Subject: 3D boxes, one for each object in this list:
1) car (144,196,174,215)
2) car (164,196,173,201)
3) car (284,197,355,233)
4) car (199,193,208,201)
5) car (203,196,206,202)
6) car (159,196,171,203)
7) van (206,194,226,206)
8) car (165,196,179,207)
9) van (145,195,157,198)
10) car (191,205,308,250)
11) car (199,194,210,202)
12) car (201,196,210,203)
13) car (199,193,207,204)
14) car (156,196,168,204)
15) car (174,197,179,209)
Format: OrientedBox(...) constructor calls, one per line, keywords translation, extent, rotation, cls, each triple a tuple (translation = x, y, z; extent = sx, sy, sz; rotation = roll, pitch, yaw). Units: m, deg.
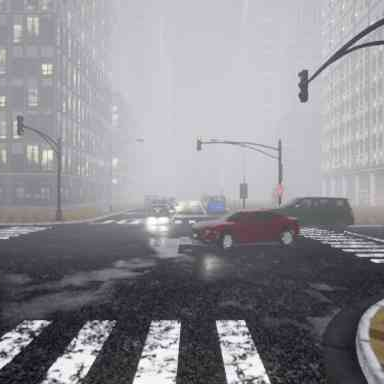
OrientedBox(translation=(-3.204, 1.483, 33.268), extent=(2.128, 1.511, 4.902), rotation=(0, 0, -1), cls="car")
OrientedBox(translation=(-5.558, 1.559, 80.236), extent=(1.802, 1.307, 4.206), rotation=(0, 0, 0), cls="car")
OrientedBox(translation=(6.752, 1.293, 19.908), extent=(5.566, 2.045, 2.150), rotation=(1, 0, -1), cls="car")
OrientedBox(translation=(2.850, 1.290, 85.735), extent=(2.192, 1.841, 5.009), rotation=(0, 0, 0), cls="car")
OrientedBox(translation=(2.658, 1.535, 41.424), extent=(1.887, 1.381, 4.507), rotation=(0, 0, 0), cls="car")
OrientedBox(translation=(-5.612, 1.532, 69.157), extent=(2.008, 1.369, 4.403), rotation=(0, 0, 0), cls="car")
OrientedBox(translation=(2.722, 1.332, 35.885), extent=(1.690, 1.788, 3.998), rotation=(0, 0, 0), cls="van")
OrientedBox(translation=(-3.089, 1.465, 53.193), extent=(1.882, 1.535, 5.008), rotation=(0, 0, 1), cls="car")
OrientedBox(translation=(-5.718, 1.330, 47.000), extent=(1.690, 1.788, 3.998), rotation=(0, 0, 0), cls="van")
OrientedBox(translation=(2.345, 1.487, 14.378), extent=(5.008, 1.535, 1.882), rotation=(1, -1, -27), cls="car")
OrientedBox(translation=(2.796, 1.294, 74.657), extent=(2.192, 1.841, 5.009), rotation=(0, 0, 0), cls="car")
OrientedBox(translation=(2.768, 1.526, 69.117), extent=(1.887, 1.381, 4.507), rotation=(0, 0, 0), cls="car")
OrientedBox(translation=(2.742, 1.299, 63.578), extent=(2.192, 1.841, 5.009), rotation=(0, 0, 0), cls="car")
OrientedBox(translation=(-5.639, 1.549, 63.618), extent=(1.947, 1.339, 4.313), rotation=(0, 0, 0), cls="car")
OrientedBox(translation=(-3.148, 1.537, 43.053), extent=(2.033, 1.411, 5.357), rotation=(0, 0, 0), cls="car")
